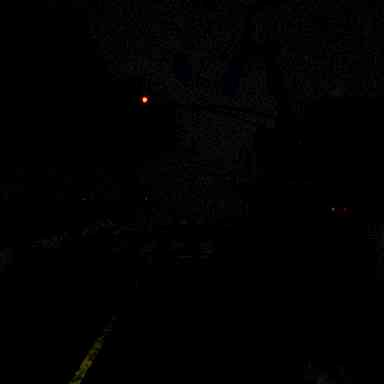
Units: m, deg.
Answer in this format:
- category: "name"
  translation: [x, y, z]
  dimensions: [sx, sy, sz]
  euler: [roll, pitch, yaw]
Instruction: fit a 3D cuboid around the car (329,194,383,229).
- category: "car"
  translation: [11.415, 1.129, 20.579]
  dimensions: [5.566, 2.045, 2.150]
  euler: [0, -1, 0]
